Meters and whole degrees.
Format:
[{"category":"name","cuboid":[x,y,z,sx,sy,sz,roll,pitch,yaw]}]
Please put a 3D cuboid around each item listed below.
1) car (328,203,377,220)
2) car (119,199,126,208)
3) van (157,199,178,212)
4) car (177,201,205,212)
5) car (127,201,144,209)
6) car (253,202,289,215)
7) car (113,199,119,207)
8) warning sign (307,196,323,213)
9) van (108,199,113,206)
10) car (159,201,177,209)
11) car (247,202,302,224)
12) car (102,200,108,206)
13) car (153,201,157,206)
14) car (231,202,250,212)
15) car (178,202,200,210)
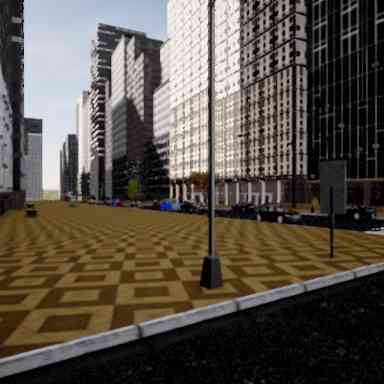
[{"category":"car","cuboid":[14.255,1.706,29.906,2.008,1.369,4.403,-1,0,-26]},{"category":"car","cuboid":[-12.677,2.457,66.706,1.752,1.417,4.829,-1,-1,-26]},{"category":"van","cuboid":[-3.030,1.880,46.573,1.690,1.788,3.998,-1,-1,-26]},{"category":"car","cuboid":[0.099,2.012,46.105,1.837,1.490,4.892,0,-1,-25]},{"category":"car","cuboid":[-10.318,2.385,61.786,2.008,1.369,4.403,-1,-1,-26]},{"category":"car","cuboid":[9.394,1.910,40.050,1.947,1.339,4.313,-1,0,-26]},{"category":"car","cuboid":[-15.180,2.581,71.930,1.887,1.381,4.507,-1,-1,-26]},{"category":"warning sign","cuboid":[13.623,1.378,36.786,1.300,1.860,1.060,1,0,-26]},{"category":"van","cuboid":[-17.615,2.480,77.003,1.690,1.788,3.998,-1,-1,-26]},{"category":"car","cuboid":[-4.588,2.373,63.021,1.994,1.385,4.181,0,-1,-26]},{"category":"car","cuboid":[6.699,1.708,26.283,2.008,1.369,4.403,-1,-1,-26]},{"category":"car","cuboid":[-22.472,2.889,87.145,1.887,1.381,4.507,-1,-1,-26]},{"category":"car","cuboid":[-7.623,2.616,75.552,1.802,1.307,4.206,-1,-1,-26]},{"category":"car","cuboid":[6.963,2.006,45.122,1.947,1.339,4.313,-1,0,-26]},{"category":"car","cuboid":[-0.533,2.246,54.681,1.895,1.301,4.718,0,-1,-25]}]
